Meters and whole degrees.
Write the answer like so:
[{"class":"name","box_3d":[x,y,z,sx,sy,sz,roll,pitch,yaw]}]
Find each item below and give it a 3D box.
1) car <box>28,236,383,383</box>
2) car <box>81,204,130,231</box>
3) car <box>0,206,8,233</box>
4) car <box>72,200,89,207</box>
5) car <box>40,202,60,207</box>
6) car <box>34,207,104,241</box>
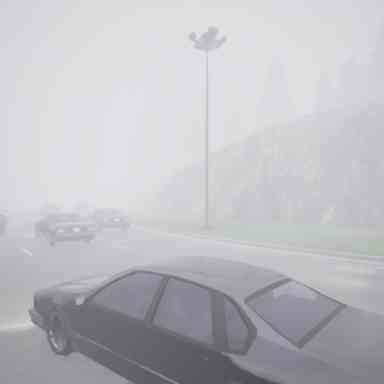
[{"class":"car","box_3d":[-0.043,1.588,4.268,5.357,1.411,2.033,0,-1,40]},{"class":"car","box_3d":[-5.568,1.722,21.586,2.033,1.411,5.357,0,-1,-28]},{"class":"car","box_3d":[-12.554,1.494,20.462,2.097,1.767,4.553,0,-1,-28]},{"class":"car","box_3d":[-13.918,1.828,41.782,1.837,1.490,4.892,0,-1,-21]},{"class":"car","box_3d":[-15.320,1.793,35.777,1.812,1.442,4.674,0,-1,-22]},{"class":"car","box_3d":[-6.284,1.671,16.103,2.033,1.411,5.357,0,-1,-34]}]
